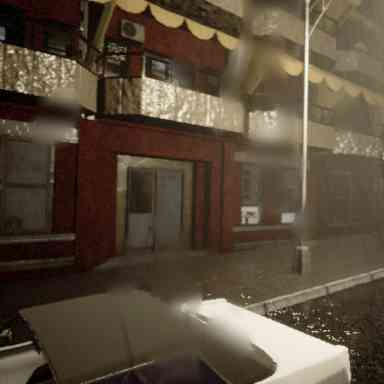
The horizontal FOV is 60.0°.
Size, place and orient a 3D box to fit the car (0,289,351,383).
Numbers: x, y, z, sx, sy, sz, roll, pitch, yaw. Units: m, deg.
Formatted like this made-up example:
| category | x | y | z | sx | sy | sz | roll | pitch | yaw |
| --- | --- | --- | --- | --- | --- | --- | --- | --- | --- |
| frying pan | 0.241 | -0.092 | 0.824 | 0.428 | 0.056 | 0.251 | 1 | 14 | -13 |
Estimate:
| category | x | y | z | sx | sy | sz | roll | pitch | yaw |
| --- | --- | --- | --- | --- | --- | --- | --- | --- | --- |
| car | -0.969 | 1.601 | 2.380 | 4.718 | 1.301 | 1.895 | 0 | 0 | -35 |
